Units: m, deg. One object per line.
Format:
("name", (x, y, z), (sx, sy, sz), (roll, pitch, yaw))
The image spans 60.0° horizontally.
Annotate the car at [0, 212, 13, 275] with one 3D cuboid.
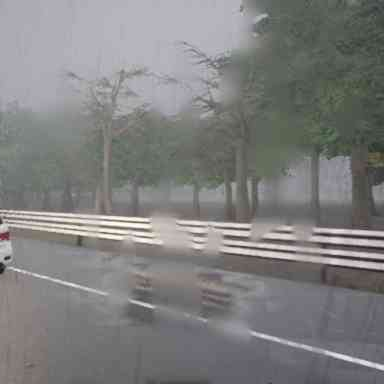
("car", (-7.232, 1.301, 9.407), (5.566, 2.045, 2.150), (-1, 0, 37))
